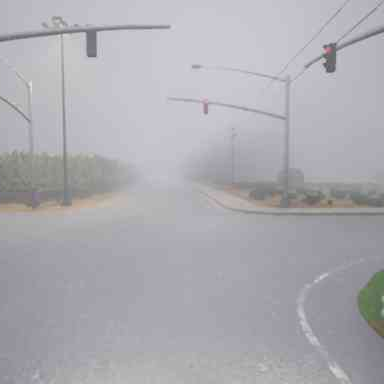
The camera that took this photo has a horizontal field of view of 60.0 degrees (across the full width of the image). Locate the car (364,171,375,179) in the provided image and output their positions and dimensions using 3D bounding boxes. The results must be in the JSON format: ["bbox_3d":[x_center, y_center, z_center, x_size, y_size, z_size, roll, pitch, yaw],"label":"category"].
[{"bbox_3d":[42.153,-3.920,78.645,1.905,1.878,3.866,11,12,41],"label":"car"}]
